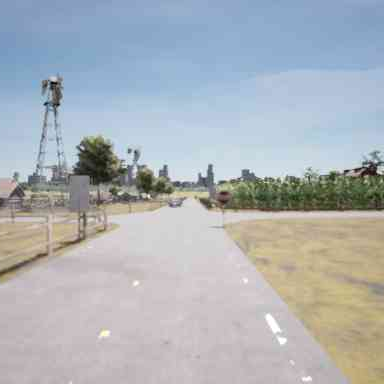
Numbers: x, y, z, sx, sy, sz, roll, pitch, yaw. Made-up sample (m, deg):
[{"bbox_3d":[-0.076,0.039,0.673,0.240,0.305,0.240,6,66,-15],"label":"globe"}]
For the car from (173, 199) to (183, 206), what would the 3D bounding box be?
[{"bbox_3d":[-2.739,1.956,65.464,1.895,1.301,4.718,0,-1,0],"label":"car"}]

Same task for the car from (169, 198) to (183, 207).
[{"bbox_3d":[-2.741,1.735,54.353,2.128,1.511,4.902,0,0,0],"label":"car"}]
